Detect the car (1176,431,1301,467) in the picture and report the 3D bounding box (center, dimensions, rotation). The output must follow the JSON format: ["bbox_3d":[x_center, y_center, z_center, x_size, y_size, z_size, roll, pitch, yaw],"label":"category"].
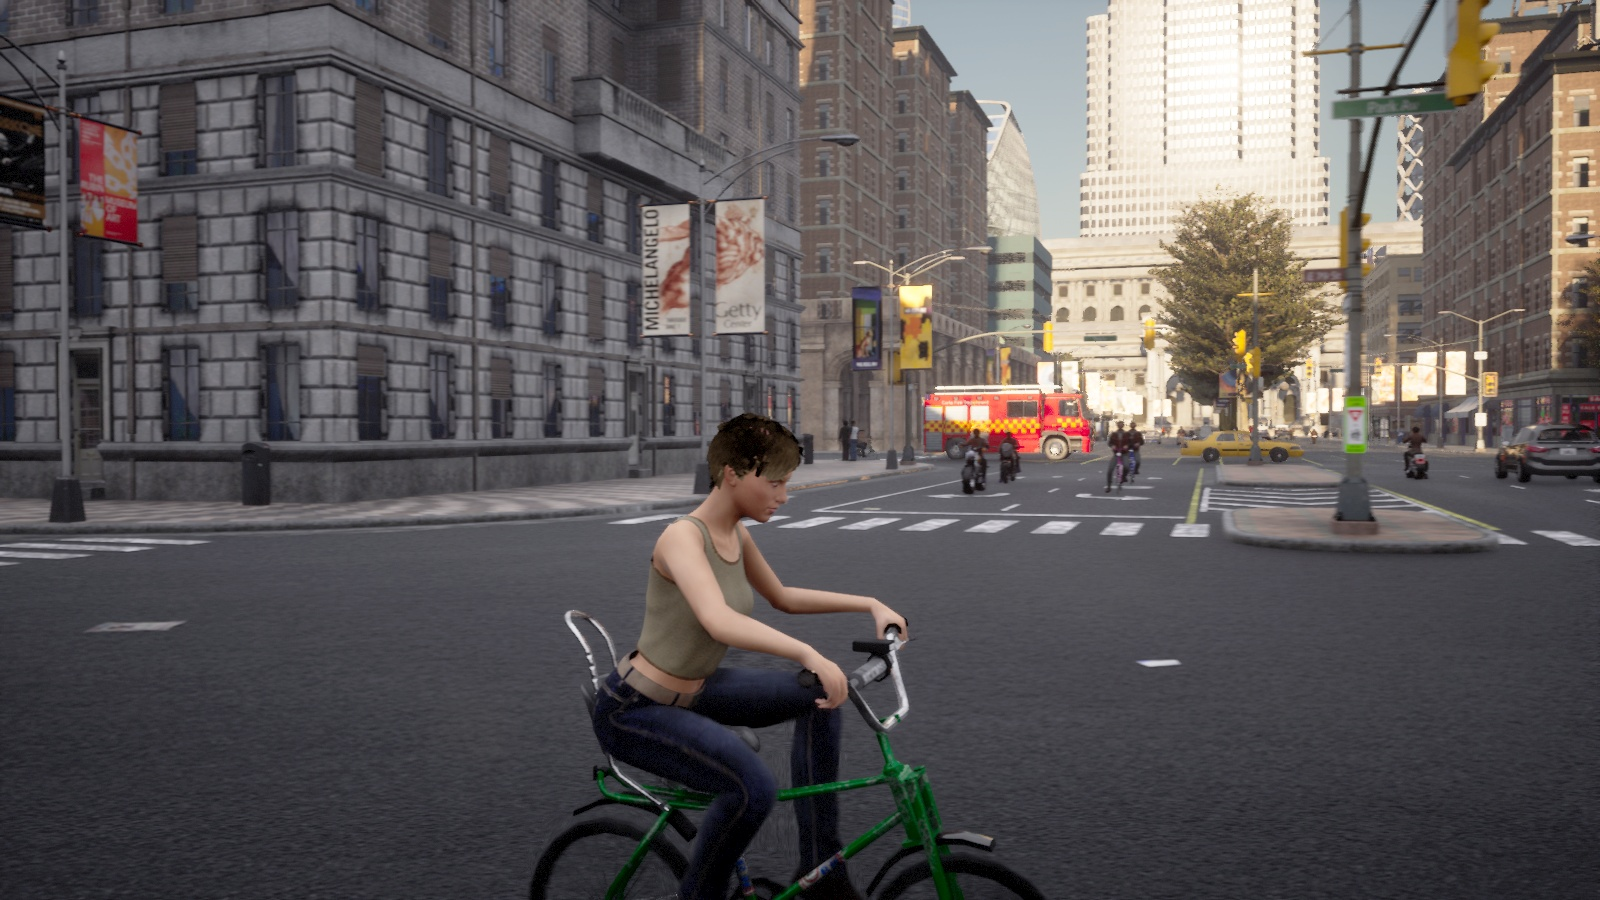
[{"bbox_3d":[20.135,-0.085,57.828,5.366,1.575,1.801,1,1,18],"label":"car"}]

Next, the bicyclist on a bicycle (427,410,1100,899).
[{"bbox_3d":[-0.052,0.711,3.215,1.509,1.612,0.866,1,1,19],"label":"bicyclist on a bicycle"}]

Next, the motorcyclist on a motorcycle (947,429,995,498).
[{"bbox_3d":[4.273,0.293,31.223,0.766,1.649,2.350,1,1,18],"label":"motorcyclist on a motorcycle"}]

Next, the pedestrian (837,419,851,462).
[{"bbox_3d":[2.000,-0.421,56.910,0.395,1.930,0.692,1,1,23],"label":"pedestrian"}]

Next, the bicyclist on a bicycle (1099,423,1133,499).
[{"bbox_3d":[7.583,0.244,30.084,0.659,1.776,1.843,1,1,18],"label":"bicyclist on a bicycle"}]

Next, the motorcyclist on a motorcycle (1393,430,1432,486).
[{"bbox_3d":[18.742,0.231,38.466,0.766,1.649,2.350,1,1,18],"label":"motorcyclist on a motorcycle"}]

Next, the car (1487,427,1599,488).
[{"bbox_3d":[21.901,0.163,36.870,2.242,1.667,4.611,1,1,18],"label":"car"}]

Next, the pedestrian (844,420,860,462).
[{"bbox_3d":[2.331,-0.411,56.376,0.354,1.836,0.706,0,1,-34],"label":"pedestrian"}]

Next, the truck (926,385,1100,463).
[{"bbox_3d":[10.938,-1.329,64.438,8.468,3.827,2.891,1,1,18],"label":"truck"}]

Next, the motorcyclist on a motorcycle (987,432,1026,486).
[{"bbox_3d":[6.016,0.246,36.551,0.797,1.523,2.044,1,1,18],"label":"motorcyclist on a motorcycle"}]
